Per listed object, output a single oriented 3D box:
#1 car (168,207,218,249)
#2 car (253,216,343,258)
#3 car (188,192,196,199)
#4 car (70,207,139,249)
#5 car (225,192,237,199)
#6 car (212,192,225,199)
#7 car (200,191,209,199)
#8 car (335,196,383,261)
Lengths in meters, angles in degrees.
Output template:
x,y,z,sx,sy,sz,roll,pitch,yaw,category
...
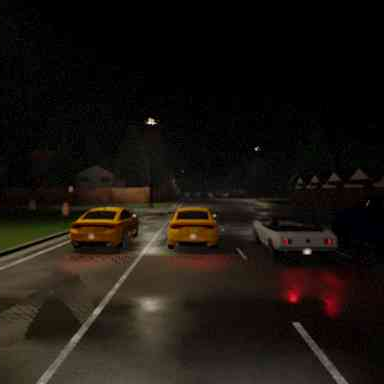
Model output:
x,y,z,sx,sy,sz,roll,pitch,yaw,category
0.056,1.391,14.205,1.882,1.535,5.008,0,1,0,car
3.541,1.525,12.384,1.895,1.301,4.718,0,0,0,car
0.004,0.987,86.913,2.128,1.511,4.902,0,0,0,car
-3.514,1.391,14.199,1.882,1.535,5.008,0,1,1,car
10.504,1.002,86.914,2.033,1.411,5.357,0,0,0,car
7.004,1.055,87.361,1.895,1.301,4.718,0,0,0,car
3.504,0.998,87.714,2.033,1.411,5.357,0,0,0,car
7.037,1.150,11.849,2.150,2.045,5.566,0,1,0,car
